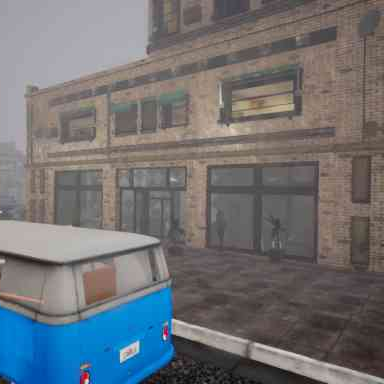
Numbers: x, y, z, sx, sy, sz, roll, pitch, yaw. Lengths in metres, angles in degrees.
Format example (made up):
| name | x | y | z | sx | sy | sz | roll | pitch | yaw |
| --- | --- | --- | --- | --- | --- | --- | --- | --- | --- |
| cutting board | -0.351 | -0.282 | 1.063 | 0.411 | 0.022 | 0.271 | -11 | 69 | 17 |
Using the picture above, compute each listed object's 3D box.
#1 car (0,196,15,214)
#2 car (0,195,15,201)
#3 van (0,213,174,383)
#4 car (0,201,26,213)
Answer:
| name | x | y | z | sx | sy | sz | roll | pitch | yaw |
| --- | --- | --- | --- | --- | --- | --- | --- | --- | --- |
| car | -22.069 | 1.411 | 35.552 | 2.192 | 1.841 | 5.009 | 0 | 0 | 36 |
| car | -20.530 | 1.349 | 33.258 | 2.150 | 2.045 | 5.566 | 1 | 0 | 36 |
| van | -2.124 | 1.340 | 4.363 | 3.998 | 1.788 | 1.690 | 0 | 1 | 35 |
| car | -15.307 | 1.793 | 30.607 | 1.947 | 1.339 | 4.313 | 0 | 0 | 36 |
